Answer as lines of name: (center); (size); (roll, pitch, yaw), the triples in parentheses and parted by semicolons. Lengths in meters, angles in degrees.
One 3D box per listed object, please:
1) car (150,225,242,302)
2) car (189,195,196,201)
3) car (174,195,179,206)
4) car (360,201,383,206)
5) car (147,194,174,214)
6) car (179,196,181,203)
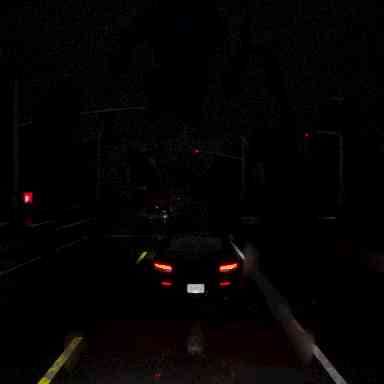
car: (0.083, 1.526, 8.137); (1.812, 1.442, 4.674); (0, 0, 0)
car: (0.099, 1.525, 80.931); (2.128, 1.511, 4.902); (0, 0, 0)
car: (-3.530, 1.491, 51.428); (2.128, 1.511, 4.902); (0, 0, 0)
car: (15.574, 1.528, 28.695); (5.357, 1.411, 2.033); (0, 0, -6)
car: (-3.552, 1.221, 36.476); (2.150, 2.045, 5.566); (0, 0, 0)
car: (-3.417, 1.350, 69.212); (2.097, 1.767, 4.553); (0, 0, 0)
